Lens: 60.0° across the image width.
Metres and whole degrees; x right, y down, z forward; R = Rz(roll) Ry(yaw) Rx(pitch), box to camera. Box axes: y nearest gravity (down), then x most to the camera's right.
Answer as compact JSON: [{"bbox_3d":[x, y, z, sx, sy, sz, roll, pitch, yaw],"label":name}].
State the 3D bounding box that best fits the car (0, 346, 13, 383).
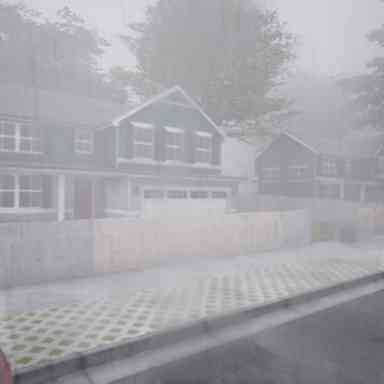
[{"bbox_3d":[-3.174,1.464,0.797,5.008,1.535,1.882,0,0,-36],"label":"car"}]
